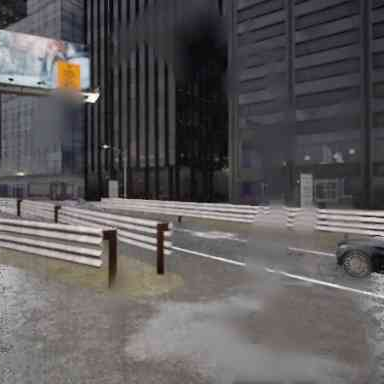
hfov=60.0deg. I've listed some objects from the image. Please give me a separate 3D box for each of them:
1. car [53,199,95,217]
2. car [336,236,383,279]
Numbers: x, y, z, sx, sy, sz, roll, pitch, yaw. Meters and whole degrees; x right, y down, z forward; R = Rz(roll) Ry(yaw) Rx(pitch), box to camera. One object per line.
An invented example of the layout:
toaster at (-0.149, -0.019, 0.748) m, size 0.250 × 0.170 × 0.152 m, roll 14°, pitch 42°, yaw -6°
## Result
car at (-9.667, 1.282, 27.216) m, size 2.033 × 1.411 × 5.357 m, roll 0°, pitch 1°, yaw -40°
car at (5.843, 1.484, 7.802) m, size 1.812 × 1.442 × 4.674 m, roll 0°, pitch 1°, yaw -41°
